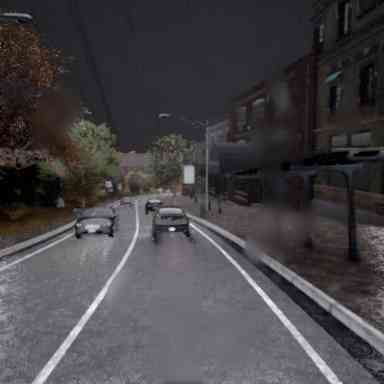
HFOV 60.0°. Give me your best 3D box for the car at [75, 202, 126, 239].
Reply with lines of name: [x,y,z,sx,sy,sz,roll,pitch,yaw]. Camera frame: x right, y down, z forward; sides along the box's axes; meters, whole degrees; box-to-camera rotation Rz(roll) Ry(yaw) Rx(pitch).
car: [-4.907,1.524,17.726,2.128,1.511,4.902,-1,0,-7]

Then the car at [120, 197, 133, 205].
car: [-11.555,1.594,58.552,1.837,1.490,4.892,-1,0,-9]

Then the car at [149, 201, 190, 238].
car: [-1.235,1.482,17.884,1.837,1.490,4.892,-1,0,-7]

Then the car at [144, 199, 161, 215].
car: [-4.090,1.468,36.133,1.882,1.535,5.008,-1,0,-9]
